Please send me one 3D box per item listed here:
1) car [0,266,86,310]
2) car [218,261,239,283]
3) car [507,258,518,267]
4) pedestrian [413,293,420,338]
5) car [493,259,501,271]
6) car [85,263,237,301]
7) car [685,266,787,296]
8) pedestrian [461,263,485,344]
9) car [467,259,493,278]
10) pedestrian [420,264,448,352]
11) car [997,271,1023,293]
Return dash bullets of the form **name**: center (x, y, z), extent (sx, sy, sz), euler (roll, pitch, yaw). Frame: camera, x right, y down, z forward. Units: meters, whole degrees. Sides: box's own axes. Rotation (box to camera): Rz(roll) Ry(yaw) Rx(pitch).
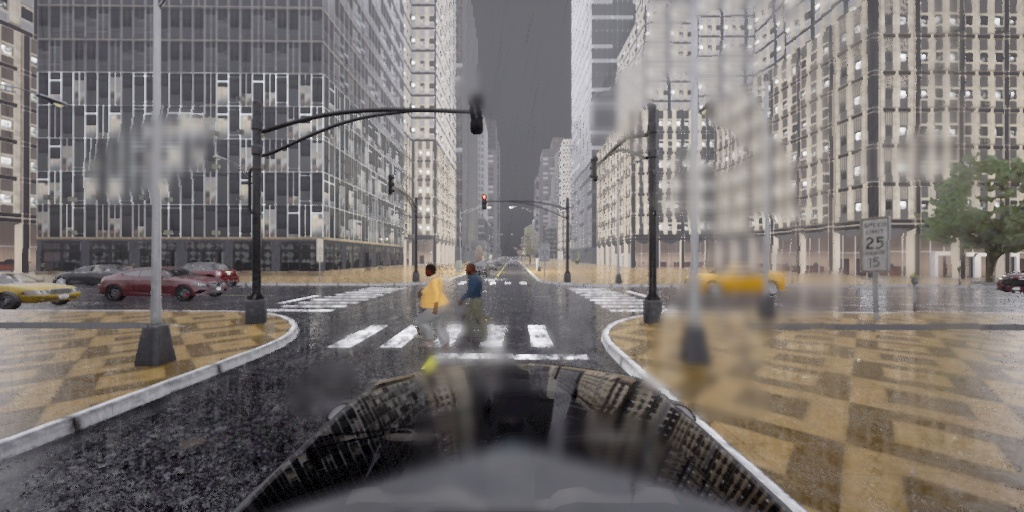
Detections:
- **car**: center (-18.880, 1.161, 13.152), extent (4.829, 1.417, 1.751), euler (0, 0, -1)
- **car**: center (-19.177, 1.104, 21.788), extent (4.097, 1.591, 1.967), euler (0, 0, -1)
- **car**: center (0.102, 1.265, 63.553), extent (2.033, 1.411, 5.357), euler (0, 0, 0)
- **pedestrian**: center (-2.154, 1.036, 8.694), extent (0.375, 1.860, 0.375), euler (0, 0, 0)
- **car**: center (-3.012, 1.219, 48.062), extent (2.128, 1.511, 4.902), euler (0, 0, 0)
- **car**: center (-15.383, 1.191, 15.930), extent (4.674, 1.442, 1.812), euler (0, 0, -2)
- **car**: center (12.082, 1.290, 19.523), extent (5.008, 1.535, 1.882), euler (0, 0, -2)
- **pedestrian**: center (-0.867, 1.041, 8.093), extent (0.375, 1.860, 0.375), euler (0, 0, 0)
- **car**: center (-3.043, 1.238, 33.502), extent (1.837, 1.490, 4.892), euler (0, 1, 0)
- **pedestrian**: center (-1.599, 1.042, 7.376), extent (0.375, 1.860, 0.375), euler (0, 0, 0)
- **car**: center (30.042, 1.242, 19.787), extent (4.553, 1.767, 2.097), euler (0, 0, -1)
